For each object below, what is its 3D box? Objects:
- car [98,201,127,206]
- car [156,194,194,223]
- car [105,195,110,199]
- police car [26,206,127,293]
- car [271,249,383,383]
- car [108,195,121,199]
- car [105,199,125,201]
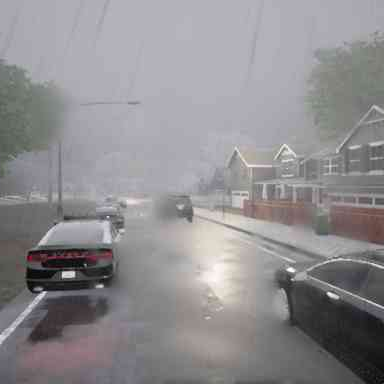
[{"bbox_3d":[-4.773,1.476,18.810,1.837,1.490,4.892,0,0,-12],"label":"car"},{"bbox_3d":[-1.400,1.172,25.023,2.150,2.045,5.566,0,0,-13],"label":"car"},{"bbox_3d":[-14.720,1.290,60.312,1.882,1.535,5.008,0,0,-19],"label":"car"},{"bbox_3d":[-2.886,1.417,9.083,1.930,1.638,5.238,0,0,-10],"label":"police car"},{"bbox_3d":[2.624,1.503,4.231,1.837,1.490,4.892,0,0,-9],"label":"car"},{"bbox_3d":[-9.687,1.486,43.598,1.895,1.301,4.718,0,0,-16],"label":"car"},{"bbox_3d":[-6.043,1.478,24.686,1.812,1.442,4.674,0,0,-13],"label":"car"}]
